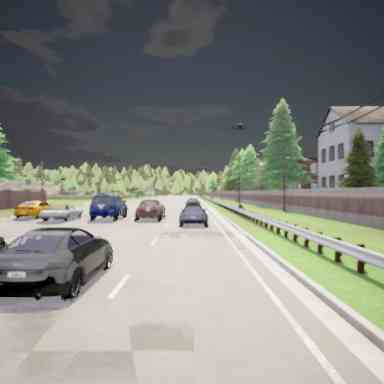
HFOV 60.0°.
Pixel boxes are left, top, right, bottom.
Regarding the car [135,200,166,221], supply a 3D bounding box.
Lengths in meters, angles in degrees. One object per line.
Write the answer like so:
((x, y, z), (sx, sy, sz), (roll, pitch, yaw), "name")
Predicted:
((-3.384, 1.407, 27.725), (2.097, 1.767, 4.553), (0, 0, 0), "car")

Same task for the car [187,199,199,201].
((0.120, 1.586, 41.513), (1.837, 1.490, 4.892), (0, 0, 0), "car")

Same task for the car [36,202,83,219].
((-10.386, 1.654, 26.848), (1.895, 1.301, 4.718), (0, 0, 0), "car")

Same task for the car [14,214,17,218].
((-6.909, 1.544, 8.948), (1.812, 1.442, 4.674), (0, 0, 0), "car")

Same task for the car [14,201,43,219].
((-13.884, 1.537, 29.733), (1.882, 1.535, 5.008), (0, 0, 0), "car")

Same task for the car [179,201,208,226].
((0.113, 1.611, 23.714), (1.994, 1.385, 4.181), (0, 0, 0), "car")

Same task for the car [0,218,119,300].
((-3.395, 1.581, 8.467), (1.994, 1.385, 4.181), (0, 0, 0), "car")

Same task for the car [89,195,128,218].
((-6.885, 1.277, 27.850), (2.150, 2.045, 5.566), (0, 0, 0), "car")
